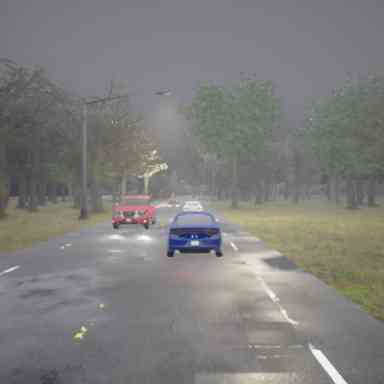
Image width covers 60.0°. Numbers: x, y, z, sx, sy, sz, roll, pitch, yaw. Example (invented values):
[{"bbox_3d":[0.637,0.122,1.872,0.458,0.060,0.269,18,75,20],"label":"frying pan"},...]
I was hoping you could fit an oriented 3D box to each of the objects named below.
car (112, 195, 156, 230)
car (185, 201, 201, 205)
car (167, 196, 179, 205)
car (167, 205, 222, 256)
[{"bbox_3d":[-3.609,1.246,21.699,2.150,2.045,5.566,0,0,0],"label":"car"},{"bbox_3d":[0.090,1.571,30.724,1.812,1.442,4.674,0,0,0],"label":"car"},{"bbox_3d":[-3.544,1.551,63.779,2.097,1.767,4.553,0,0,1],"label":"car"},{"bbox_3d":[0.095,1.487,13.138,1.882,1.535,5.008,0,0,0],"label":"car"}]
